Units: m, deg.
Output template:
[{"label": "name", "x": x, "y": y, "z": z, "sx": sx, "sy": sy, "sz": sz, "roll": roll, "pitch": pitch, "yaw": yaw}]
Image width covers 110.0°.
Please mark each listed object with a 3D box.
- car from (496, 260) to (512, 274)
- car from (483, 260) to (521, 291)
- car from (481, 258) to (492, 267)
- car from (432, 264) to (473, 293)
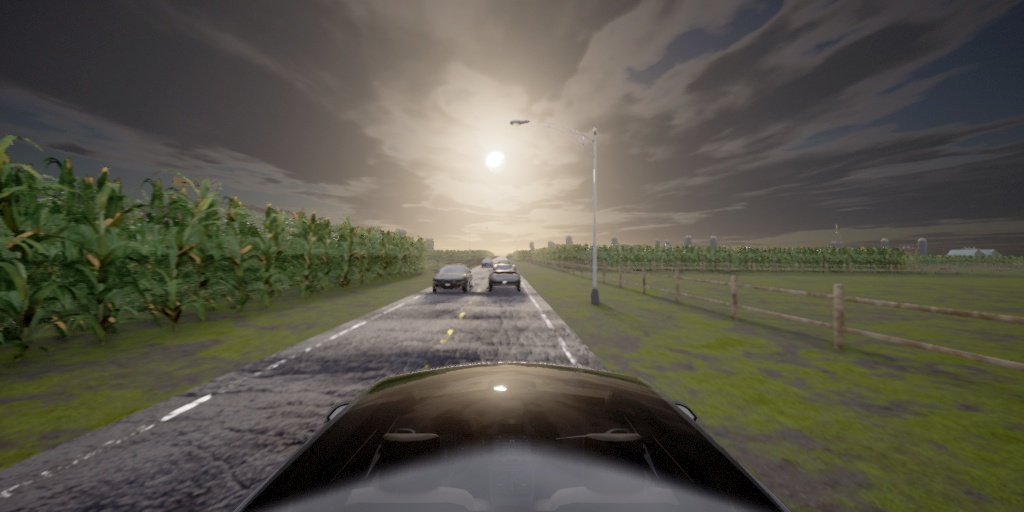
[{"label": "car", "x": -0.954, "y": 1.232, "z": 42.656, "sx": 1.837, "sy": 1.490, "sz": 4.892, "roll": 0, "pitch": 0, "yaw": -1}, {"label": "car", "x": -0.456, "y": 1.235, "z": 21.995, "sx": 2.128, "sy": 1.511, "sz": 4.902, "roll": 0, "pitch": 0, "yaw": -1}, {"label": "car", "x": -4.301, "y": 1.174, "z": 62.507, "sx": 1.882, "sy": 1.535, "sz": 5.008, "roll": 0, "pitch": 0, "yaw": -1}, {"label": "car", "x": -3.382, "y": 1.216, "z": 21.025, "sx": 1.882, "sy": 1.535, "sz": 5.008, "roll": 0, "pitch": 0, "yaw": -1}]
